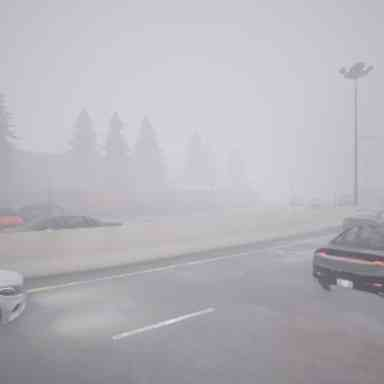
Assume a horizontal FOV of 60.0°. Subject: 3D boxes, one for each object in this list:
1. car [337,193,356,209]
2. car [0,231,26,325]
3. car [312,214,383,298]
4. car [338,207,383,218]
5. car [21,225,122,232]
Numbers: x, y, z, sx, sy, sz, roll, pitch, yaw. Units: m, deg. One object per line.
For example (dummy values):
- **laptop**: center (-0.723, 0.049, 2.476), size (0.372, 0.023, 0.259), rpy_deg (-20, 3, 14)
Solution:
- **car**: center (21.618, 1.227, 46.452), size (2.150, 2.045, 5.566), rpy_deg (0, 0, 27)
- **car**: center (-4.952, 1.554, 4.677), size (4.674, 1.442, 1.812), rpy_deg (0, 0, -35)
- **car**: center (4.710, 1.489, 7.772), size (4.902, 1.511, 2.128), rpy_deg (0, 0, -40)
- **car**: center (9.023, 1.523, 16.535), size (4.674, 1.442, 1.812), rpy_deg (0, 0, -45)
- **car**: center (-5.363, 1.593, 13.245), size (5.357, 1.411, 2.033), rpy_deg (0, 0, -38)
